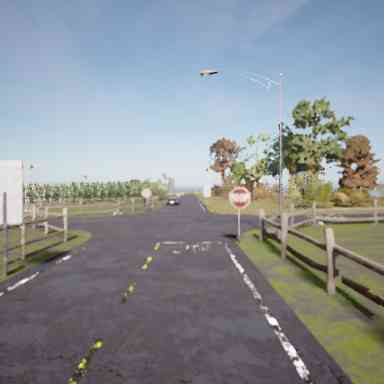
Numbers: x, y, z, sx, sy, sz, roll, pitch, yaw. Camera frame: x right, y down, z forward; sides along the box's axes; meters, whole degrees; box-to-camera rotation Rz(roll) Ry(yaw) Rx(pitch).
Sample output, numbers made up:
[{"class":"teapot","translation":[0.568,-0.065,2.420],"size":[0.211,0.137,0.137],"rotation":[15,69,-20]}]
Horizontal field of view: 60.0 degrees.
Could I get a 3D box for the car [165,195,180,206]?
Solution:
[{"class":"car","translation":[-2.766,1.221,48.454],"size":[2.128,1.511,4.902],"rotation":[0,1,0]}]
